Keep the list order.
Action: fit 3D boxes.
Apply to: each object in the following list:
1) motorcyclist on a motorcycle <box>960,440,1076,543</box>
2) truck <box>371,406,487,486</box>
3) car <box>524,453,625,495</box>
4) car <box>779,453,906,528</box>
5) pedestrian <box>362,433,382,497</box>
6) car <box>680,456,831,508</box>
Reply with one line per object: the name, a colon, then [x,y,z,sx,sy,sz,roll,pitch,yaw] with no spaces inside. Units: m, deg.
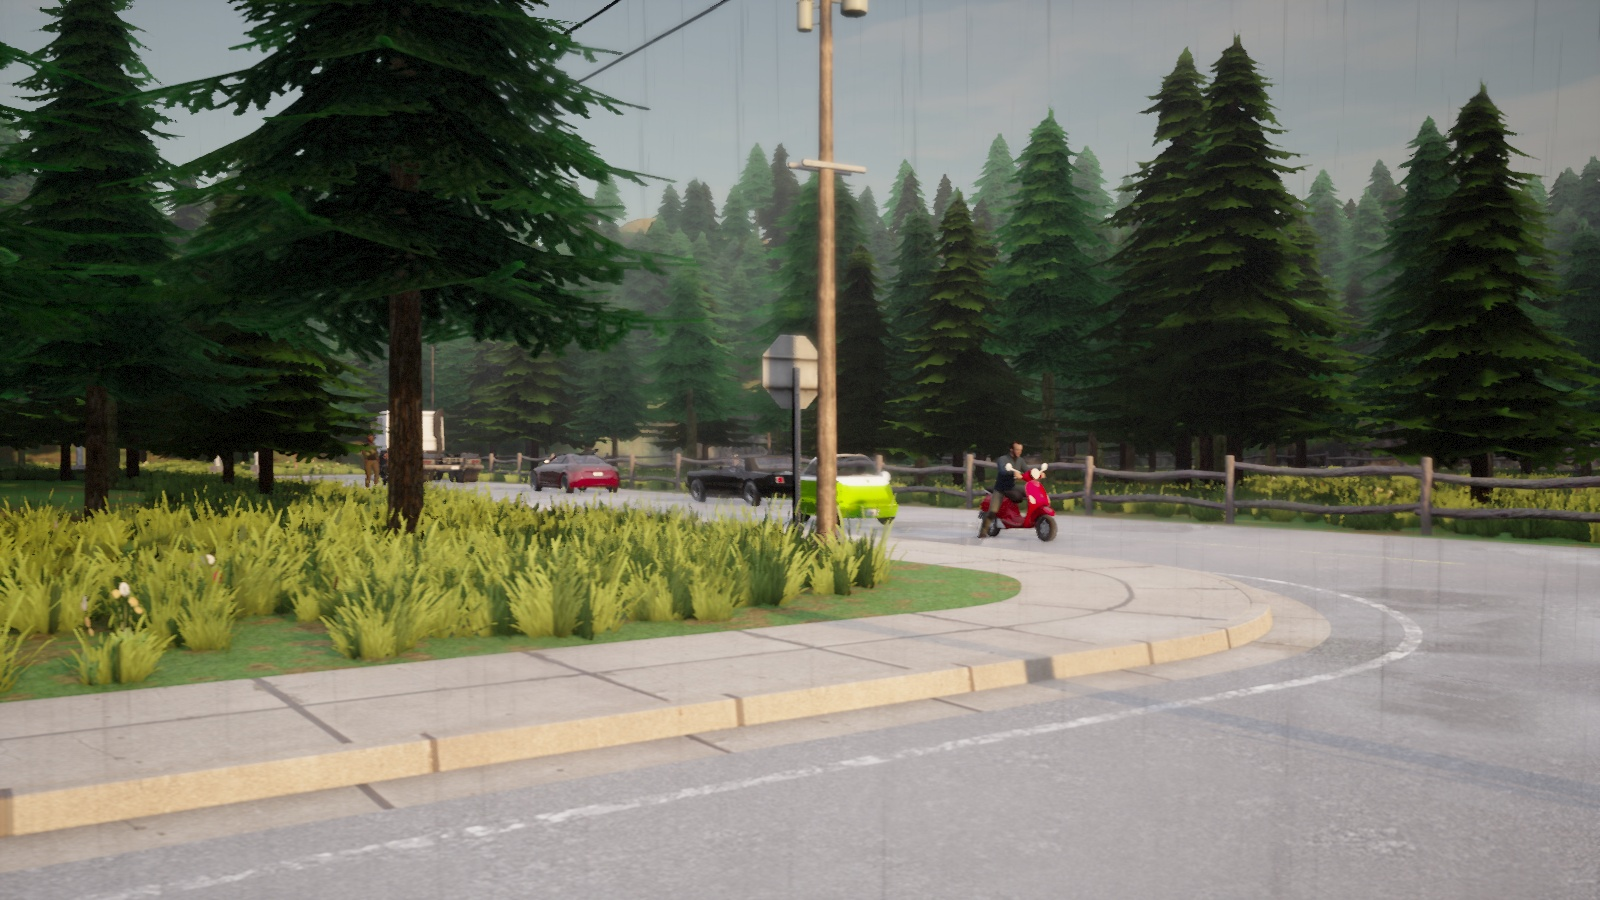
motorcyclist on a motorcycle: [3.493,0.637,20.277,0.866,1.590,1.817,0,0,-31]
truck: [-17.274,-0.175,58.095,2.891,3.462,7.936,0,0,-34]
car: [-7.965,0.818,44.135,1.994,1.385,4.181,0,0,-34]
car: [0.797,0.754,24.521,1.481,1.376,2.207,0,0,-32]
pedestrian: [-13.030,0.449,38.214,0.395,1.930,0.692,0,0,-35]
car: [-1.296,0.813,34.167,1.895,1.301,4.718,0,0,-34]
